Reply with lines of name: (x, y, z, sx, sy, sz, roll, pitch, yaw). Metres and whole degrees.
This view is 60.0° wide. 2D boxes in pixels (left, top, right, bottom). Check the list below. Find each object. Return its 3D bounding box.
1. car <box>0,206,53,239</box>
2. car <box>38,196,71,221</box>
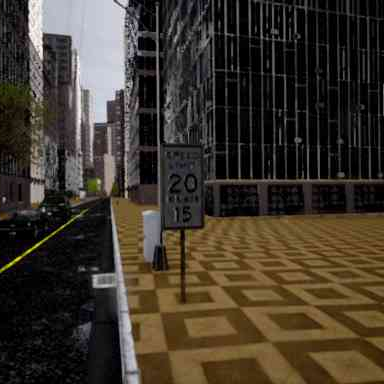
car: (-9.146, 1.689, 18.108, 1.895, 1.301, 4.718, -1, 0, -14)
car: (-11.672, 1.349, 28.387, 2.150, 2.045, 5.566, -1, 0, -14)
